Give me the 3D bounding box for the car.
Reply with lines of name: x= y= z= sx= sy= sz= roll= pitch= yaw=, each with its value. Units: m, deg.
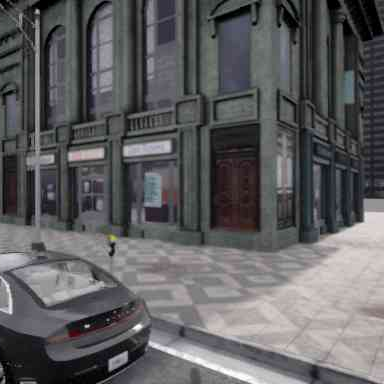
car: x=-2.557 y=1.548 z=4.788 sx=4.403 sy=1.369 sz=2.008 roll=0 pitch=0 yaw=35
